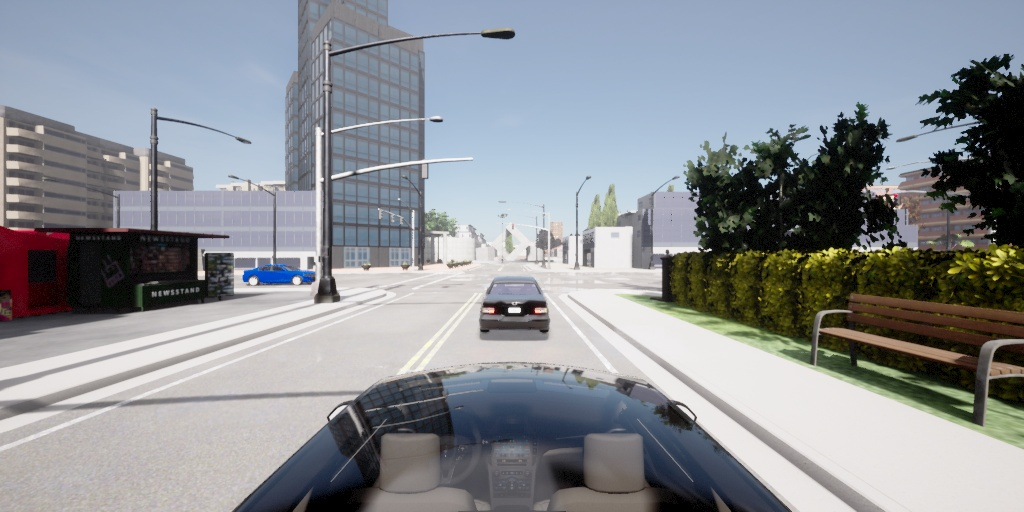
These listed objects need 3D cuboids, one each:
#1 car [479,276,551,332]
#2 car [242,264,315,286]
[{"bbox_3d":[0.070,1.297,10.756,2.033,1.411,5.357,0,0,0],"label":"car"},{"bbox_3d":[-16.776,1.336,26.166,5.008,1.535,1.882,-1,0,0],"label":"car"}]
